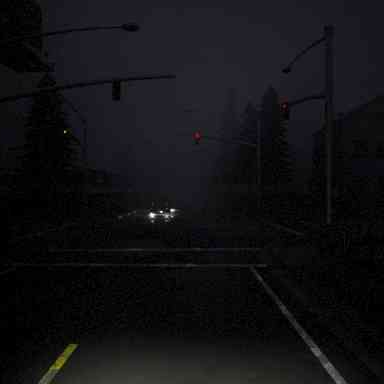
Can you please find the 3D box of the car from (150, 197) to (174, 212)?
[{"bbox_3d":[-3.525,1.352,38.105,2.097,1.767,4.553,0,0,0],"label":"car"}]
